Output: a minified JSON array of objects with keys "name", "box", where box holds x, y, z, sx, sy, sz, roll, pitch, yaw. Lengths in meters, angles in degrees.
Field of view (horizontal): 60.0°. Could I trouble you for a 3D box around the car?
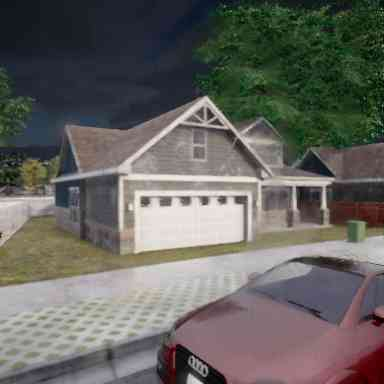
[{"name":"car","box":[1.684,1.557,4.111,4.181,1.385,1.994,0,0,-34]}]
